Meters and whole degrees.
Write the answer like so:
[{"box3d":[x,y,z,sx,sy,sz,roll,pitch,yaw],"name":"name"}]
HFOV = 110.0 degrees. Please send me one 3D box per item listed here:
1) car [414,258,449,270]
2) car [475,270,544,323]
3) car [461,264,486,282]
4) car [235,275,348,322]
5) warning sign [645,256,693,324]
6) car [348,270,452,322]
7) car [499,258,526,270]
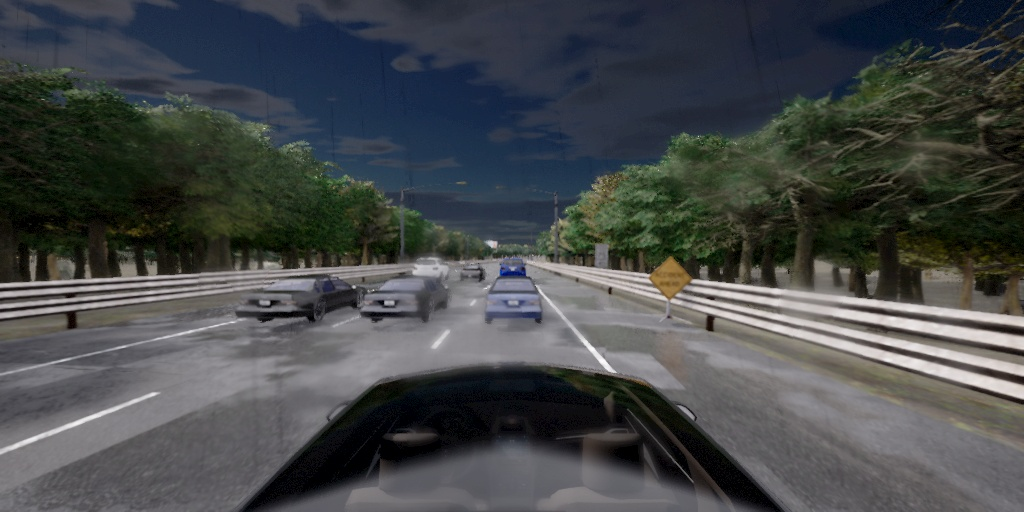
[{"box3d":[-6.923,1.199,31.280,2.150,2.045,5.566,0,-1,0],"name":"car"},{"box3d":[0.065,1.382,12.570,2.033,1.411,5.357,0,0,0],"name":"car"},{"box3d":[-3.422,1.477,32.147,2.128,1.511,4.902,0,0,0],"name":"car"},{"box3d":[-6.934,1.382,12.593,2.033,1.411,5.357,0,0,0],"name":"car"},{"box3d":[4.547,0.933,10.452,1.300,1.860,1.060,0,0,0],"name":"warning sign"},{"box3d":[-3.435,1.382,12.595,2.033,1.411,5.357,0,0,0],"name":"car"},{"box3d":[0.079,1.200,31.371,2.150,2.045,5.566,0,-1,0],"name":"car"}]
